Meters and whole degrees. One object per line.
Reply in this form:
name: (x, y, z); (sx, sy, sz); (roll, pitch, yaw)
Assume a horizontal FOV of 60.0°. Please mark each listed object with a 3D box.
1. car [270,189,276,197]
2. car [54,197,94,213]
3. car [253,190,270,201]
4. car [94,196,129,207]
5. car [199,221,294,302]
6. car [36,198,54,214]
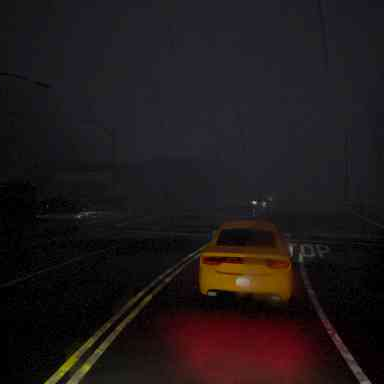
car: (15.345, 0.330, 66.995); (1.994, 1.385, 4.181); (0, 2, 17)
car: (-12.710, 1.215, 32.288); (5.357, 1.411, 2.033); (0, 2, 18)
car: (10.780, 0.643, 52.439); (1.837, 1.490, 4.892); (0, 2, 17)
car: (-9.860, 1.097, 38.987); (4.718, 1.301, 1.895); (0, 2, 17)
car: (1.448, 1.461, 8.422); (1.882, 1.535, 5.008); (0, 0, 12)
car: (-15.039, 1.344, 29.383); (4.718, 1.301, 1.895); (0, 2, 19)
